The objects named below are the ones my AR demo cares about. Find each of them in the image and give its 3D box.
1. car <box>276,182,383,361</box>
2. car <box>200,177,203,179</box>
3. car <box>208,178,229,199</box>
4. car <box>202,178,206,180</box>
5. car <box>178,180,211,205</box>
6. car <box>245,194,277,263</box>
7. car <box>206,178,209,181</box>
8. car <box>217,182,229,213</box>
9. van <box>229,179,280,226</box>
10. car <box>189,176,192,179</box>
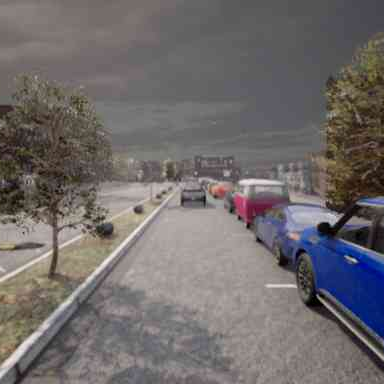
[{"bbox_3d":[2.997,1.039,4.012,2.435,2.045,5.566,0,3,0],"label":"car"},{"bbox_3d":[3.002,-1.629,59.125,2.231,1.521,4.892,0,3,0],"label":"car"},{"bbox_3d":[2.999,-0.336,31.523,2.185,1.767,4.553,0,3,0],"label":"car"},{"bbox_3d":[3.001,-1.196,48.191,2.185,1.767,4.553,0,3,0],"label":"car"},{"bbox_3d":[0.101,0.133,25.301,2.128,1.511,4.902,0,3,0],"label":"car"},{"bbox_3d":[2.998,1.020,9.507,2.002,1.452,4.674,0,3,0],"label":"car"},{"bbox_3d":[3.000,-0.623,37.036,2.185,1.767,4.553,0,3,0],"label":"car"},{"bbox_3d":[2.999,0.375,20.528,2.231,1.521,4.892,0,3,0],"label":"car"},{"bbox_3d":[2.998,0.442,15.126,1.878,1.987,4.442,0,3,0],"label":"van"},{"bbox_3d":[1.225,-3.101,92.412,2.002,1.452,4.674,0,3,-6],"label":"car"}]
